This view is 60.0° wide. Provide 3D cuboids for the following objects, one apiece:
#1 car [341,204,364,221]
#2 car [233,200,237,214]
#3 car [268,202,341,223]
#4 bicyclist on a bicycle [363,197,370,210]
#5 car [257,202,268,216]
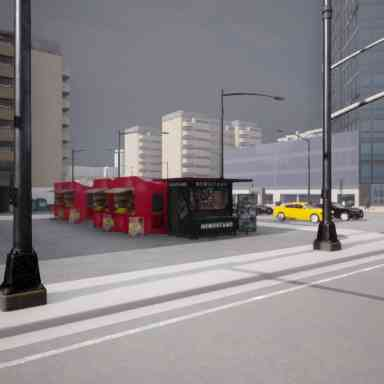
[{"bbox_3d":[12.056,1.587,28.562,1.882,1.535,5.008,0,-1,-36],"label":"car"},{"bbox_3d":[3.130,1.455,34.914,2.150,2.045,5.566,0,-1,-36],"label":"car"},{"bbox_3d":[8.952,1.589,26.846,1.882,1.535,5.008,0,-1,-38],"label":"car"},{"bbox_3d":[22.311,1.466,42.485,1.656,1.620,0.582,0,0,-36],"label":"bicyclist on a bicycle"},{"bbox_3d":[6.774,1.778,35.843,1.994,1.385,4.181,0,-1,-36],"label":"car"}]
